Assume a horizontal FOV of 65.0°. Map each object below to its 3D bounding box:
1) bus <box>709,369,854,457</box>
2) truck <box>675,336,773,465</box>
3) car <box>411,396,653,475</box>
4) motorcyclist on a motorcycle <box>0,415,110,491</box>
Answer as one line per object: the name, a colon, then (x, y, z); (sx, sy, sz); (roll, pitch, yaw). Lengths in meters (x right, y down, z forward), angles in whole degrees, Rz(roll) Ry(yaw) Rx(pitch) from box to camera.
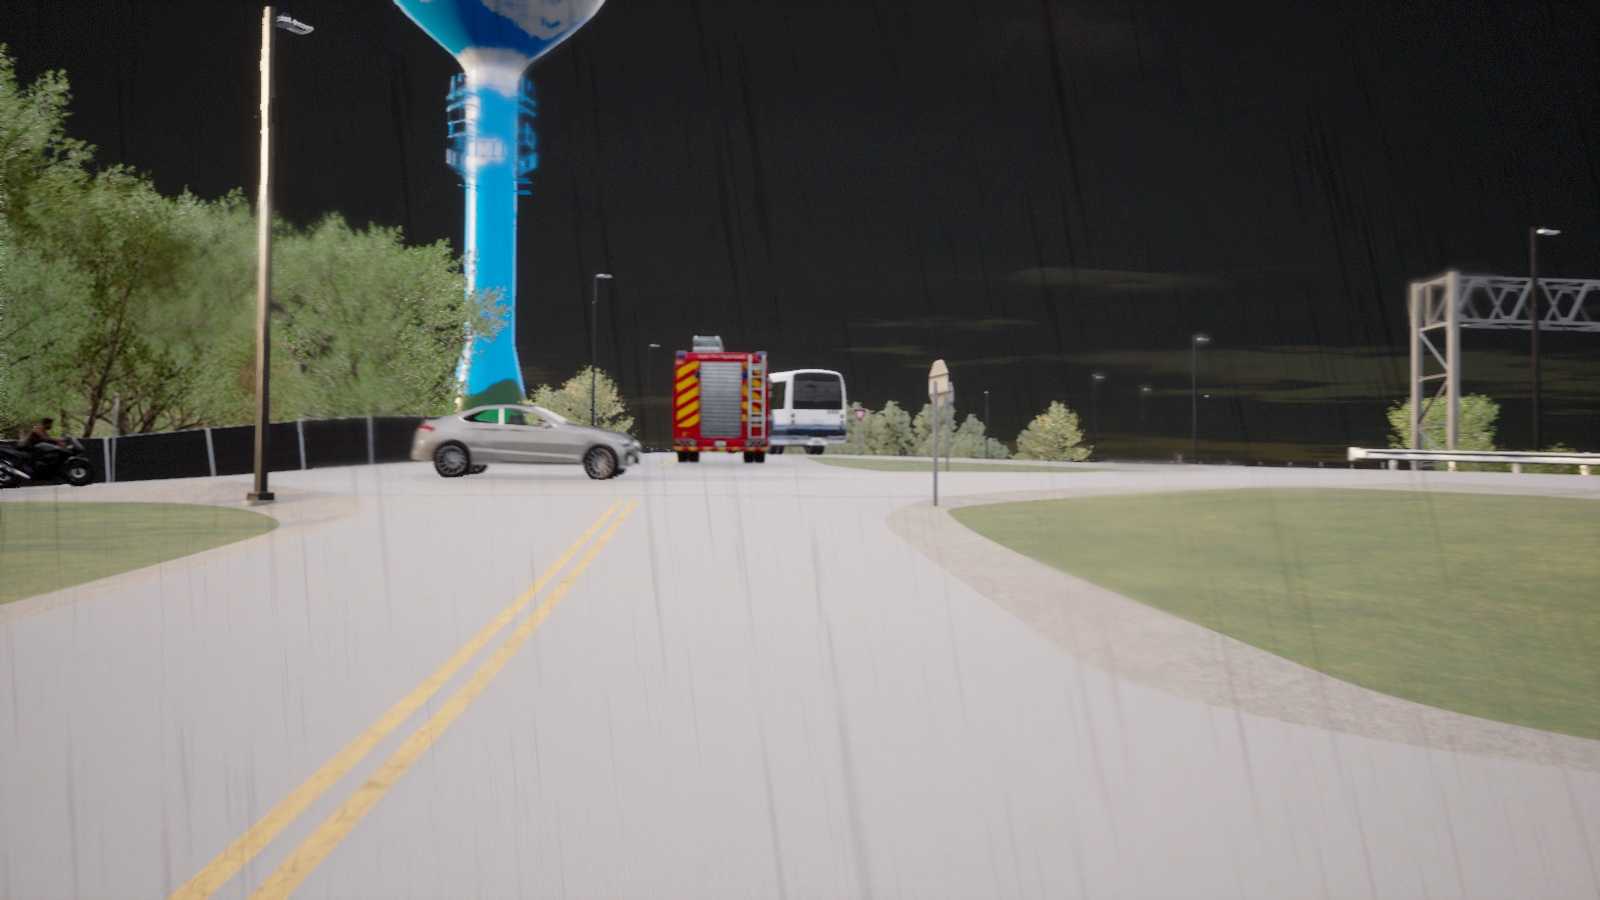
bus: (-1.203, -1.841, 66.704); (3.944, 4.253, 10.273); (0, 0, -24)
truck: (-2.436, -1.541, 41.670); (2.891, 3.827, 8.468); (0, 1, -2)
car: (-5.990, -0.346, 28.559); (5.027, 1.651, 2.152); (1, 1, 0)
motorcyclist on a motorcycle: (-15.964, 0.058, 26.756); (2.044, 1.523, 0.797); (-2, 0, -16)
